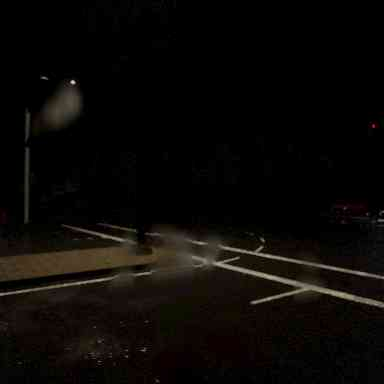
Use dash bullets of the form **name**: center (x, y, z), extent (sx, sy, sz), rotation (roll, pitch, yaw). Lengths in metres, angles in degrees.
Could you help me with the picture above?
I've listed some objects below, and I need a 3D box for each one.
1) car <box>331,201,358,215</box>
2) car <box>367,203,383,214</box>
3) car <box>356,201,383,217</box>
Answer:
- **car**: center (18.838, 1.844, 40.181), extent (4.553, 1.767, 2.097), rotation (1, -1, -35)
- **car**: center (25.861, 2.166, 45.193), extent (4.181, 1.385, 1.994), rotation (1, -1, -36)
- **car**: center (21.243, 2.046, 37.642), extent (5.357, 1.411, 2.033), rotation (1, -1, -35)
